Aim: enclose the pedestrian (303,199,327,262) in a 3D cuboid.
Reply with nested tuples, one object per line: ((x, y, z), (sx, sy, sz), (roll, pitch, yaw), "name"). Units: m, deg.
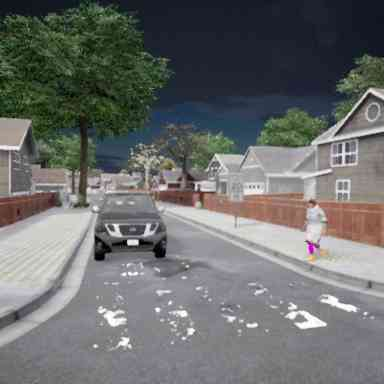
((3.530, 1.038, 9.556), (0.375, 1.860, 0.375), (0, 1, -14), "pedestrian")

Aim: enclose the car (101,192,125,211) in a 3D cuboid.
((-8.194, 0.932, 34.210), (2.097, 1.767, 4.553), (0, 1, -16), "car")

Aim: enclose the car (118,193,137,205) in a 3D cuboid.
((-9.271, 0.921, 47.775), (2.128, 1.511, 4.902), (0, 1, -18), "car")

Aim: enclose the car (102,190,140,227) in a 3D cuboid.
((-4.866, 0.941, 22.133), (2.150, 2.045, 5.566), (0, 1, -15), "car")

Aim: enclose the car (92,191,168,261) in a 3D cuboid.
((-2.316, 1.047, 12.036), (2.150, 2.045, 5.566), (0, 0, -14), "car")
